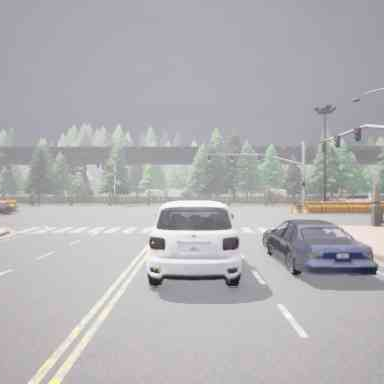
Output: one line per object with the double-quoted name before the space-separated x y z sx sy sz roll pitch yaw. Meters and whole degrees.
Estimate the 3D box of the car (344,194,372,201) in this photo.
"car" 21.109 1.295 44.180 5.566 2.045 2.150 0 0 0

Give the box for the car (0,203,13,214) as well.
"car" -20.681 1.408 33.707 4.553 1.767 2.097 0 0 0

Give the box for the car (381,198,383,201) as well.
"car" 26.170 1.546 40.658 5.008 1.535 1.882 0 0 0

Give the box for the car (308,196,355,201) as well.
"car" 16.667 1.559 40.702 4.902 1.511 2.128 0 0 0

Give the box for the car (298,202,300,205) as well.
"car" 17.823 1.557 47.697 5.008 1.535 1.882 0 0 0

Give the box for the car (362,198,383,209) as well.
"car" 27.315 1.584 47.651 4.892 1.490 1.837 0 0 0

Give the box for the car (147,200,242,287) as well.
"car" 0.071 1.239 9.524 2.150 2.045 5.566 0 0 1

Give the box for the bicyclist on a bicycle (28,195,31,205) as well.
"bicyclist on a bicycle" -27.023 1.393 55.724 0.582 1.620 1.656 0 0 0

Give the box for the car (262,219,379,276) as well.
"car" 3.581 1.565 10.375 2.033 1.411 5.357 0 0 0
